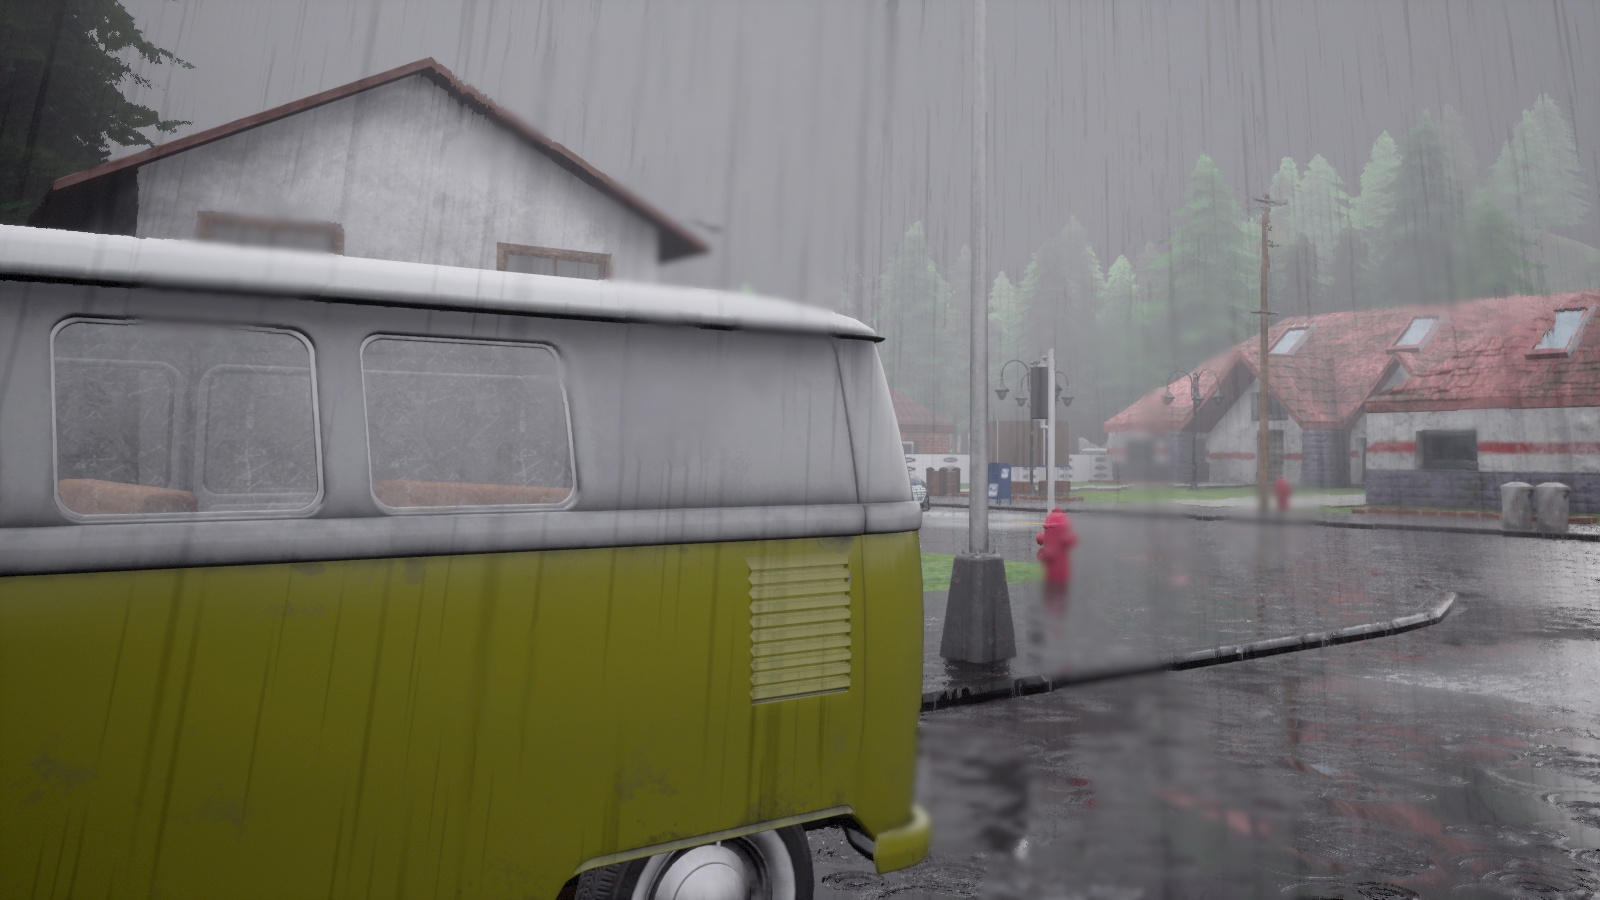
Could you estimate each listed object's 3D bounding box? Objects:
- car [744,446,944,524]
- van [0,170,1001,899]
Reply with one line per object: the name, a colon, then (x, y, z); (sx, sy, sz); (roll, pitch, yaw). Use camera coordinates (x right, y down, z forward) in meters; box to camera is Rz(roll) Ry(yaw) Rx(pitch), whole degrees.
car: (0.909, 0.744, 28.966); (2.033, 1.649, 4.856); (0, 0, -37)
van: (-1.730, 0.509, 3.037); (4.442, 1.987, 1.775); (0, 0, -37)
